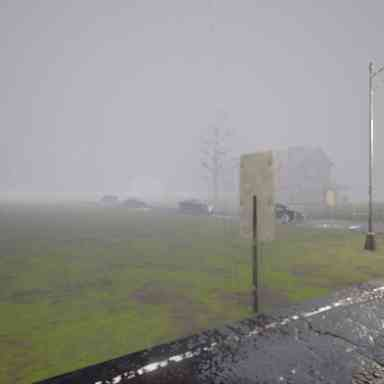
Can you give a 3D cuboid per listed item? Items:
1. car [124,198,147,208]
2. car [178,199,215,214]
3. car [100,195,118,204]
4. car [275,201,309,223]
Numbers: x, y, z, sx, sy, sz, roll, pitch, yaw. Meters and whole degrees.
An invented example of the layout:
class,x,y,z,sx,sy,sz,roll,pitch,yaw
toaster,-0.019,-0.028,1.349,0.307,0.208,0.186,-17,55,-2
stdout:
class,x,y,z,sx,sy,sz,roll,pitch,yaw
car,-8.051,1.505,46.967,1.994,1.385,4.181,0,0,-35
car,0.405,1.471,34.874,2.128,1.511,4.902,0,0,-35
car,-15.684,1.256,62.932,2.097,1.767,4.553,0,0,-35
car,6.719,1.514,25.874,1.837,1.490,4.892,0,0,-35
